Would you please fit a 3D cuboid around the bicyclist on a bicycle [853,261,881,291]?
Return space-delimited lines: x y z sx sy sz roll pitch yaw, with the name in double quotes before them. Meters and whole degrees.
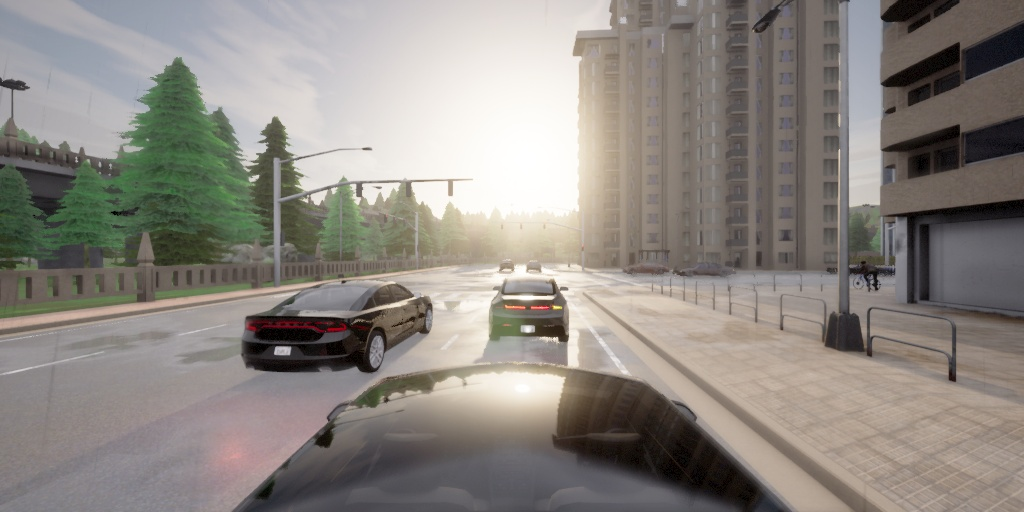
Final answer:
"bicyclist on a bicycle" 19.756 1.107 19.999 0.582 1.620 1.656 0 0 3

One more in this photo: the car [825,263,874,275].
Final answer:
"car" 35.560 1.405 37.177 4.718 1.301 1.895 0 0 3

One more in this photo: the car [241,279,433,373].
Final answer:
"car" -3.161 1.228 7.678 1.882 1.535 5.008 0 0 4

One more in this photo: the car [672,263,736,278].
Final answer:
"car" 18.473 1.351 34.560 5.357 1.411 2.033 0 0 3

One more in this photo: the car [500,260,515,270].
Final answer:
"car" -0.586 1.253 48.519 1.837 1.490 4.892 0 0 4

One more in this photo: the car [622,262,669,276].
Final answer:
"car" 14.227 1.331 38.266 4.674 1.442 1.812 0 0 3

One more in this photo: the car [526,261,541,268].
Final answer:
"car" 2.939 1.312 48.787 1.994 1.385 4.181 0 0 4

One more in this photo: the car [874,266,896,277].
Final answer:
"car" 37.697 1.282 33.549 5.008 1.535 1.882 0 0 3

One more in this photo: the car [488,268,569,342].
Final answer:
"car" 0.494 1.255 9.798 1.837 1.490 4.892 0 0 4
